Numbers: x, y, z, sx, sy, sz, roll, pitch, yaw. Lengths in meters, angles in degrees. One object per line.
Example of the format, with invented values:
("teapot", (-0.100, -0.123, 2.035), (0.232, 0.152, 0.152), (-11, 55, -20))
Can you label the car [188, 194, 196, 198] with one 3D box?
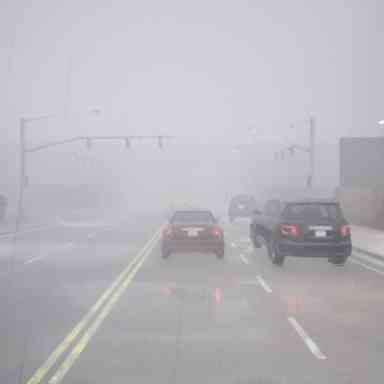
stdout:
("car", (0.010, 1.318, 83.712), (2.097, 1.767, 4.553), (0, 0, 0))

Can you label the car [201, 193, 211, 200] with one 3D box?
("car", (3.509, 1.173, 83.035), (2.150, 2.045, 5.566), (0, 0, 0))

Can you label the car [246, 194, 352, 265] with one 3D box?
("car", (3.535, 1.219, 11.765), (2.150, 2.045, 5.566), (0, 0, 0))

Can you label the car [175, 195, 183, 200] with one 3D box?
("car", (-3.490, 1.473, 88.468), (1.812, 1.442, 4.674), (0, 0, 0))

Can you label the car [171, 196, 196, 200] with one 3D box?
("car", (-1.092, 1.441, 28.864), (1.882, 1.535, 5.008), (1, 0, -17))

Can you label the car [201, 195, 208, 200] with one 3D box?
("car", (3.511, 1.486, 93.734), (1.812, 1.442, 4.674), (0, 0, 0))

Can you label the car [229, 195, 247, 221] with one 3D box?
("car", (4.452, 1.197, 26.533), (2.150, 2.045, 5.566), (-1, 1, 19))

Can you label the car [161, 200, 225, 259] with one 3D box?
("car", (0.046, 1.346, 12.787), (2.097, 1.767, 4.553), (0, 0, 0))
